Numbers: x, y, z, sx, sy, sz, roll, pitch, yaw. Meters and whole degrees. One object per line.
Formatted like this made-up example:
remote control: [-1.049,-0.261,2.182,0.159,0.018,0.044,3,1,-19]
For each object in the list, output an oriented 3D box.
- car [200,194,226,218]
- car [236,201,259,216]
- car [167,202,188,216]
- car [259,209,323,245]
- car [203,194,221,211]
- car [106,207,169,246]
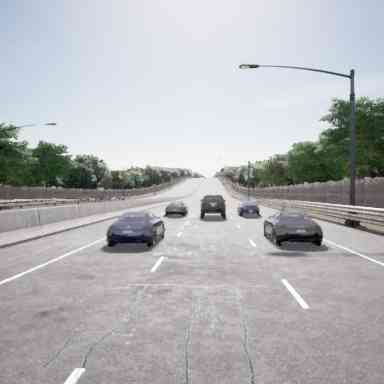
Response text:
car: [1.912,1.260,30.390,2.150,2.045,5.566,0,-1,3]
car: [5.547,1.579,32.801,1.812,1.442,4.674,0,0,3]
car: [-1.475,1.615,32.614,1.994,1.385,4.181,0,0,3]
car: [4.582,1.573,15.598,1.994,1.385,4.181,0,0,3]
car: [2.595,1.313,42.678,2.150,2.045,5.566,0,0,3]
car: [-2.446,1.572,15.290,1.994,1.385,4.181,0,0,3]
